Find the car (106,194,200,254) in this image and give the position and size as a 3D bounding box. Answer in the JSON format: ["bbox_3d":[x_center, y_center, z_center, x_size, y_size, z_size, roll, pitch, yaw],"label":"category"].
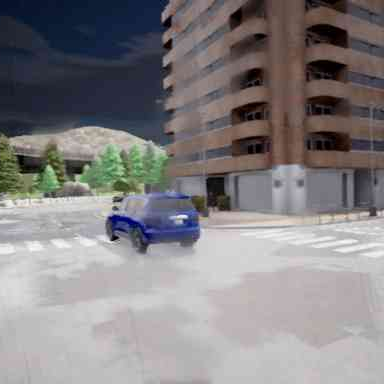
[{"bbox_3d":[-1.769,1.094,13.354,2.150,2.045,5.566,-1,1,-30],"label":"car"}]

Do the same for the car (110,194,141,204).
[{"bbox_3d":[-10.313,1.067,52.147,1.837,1.490,4.892,-2,0,32],"label":"car"}]
